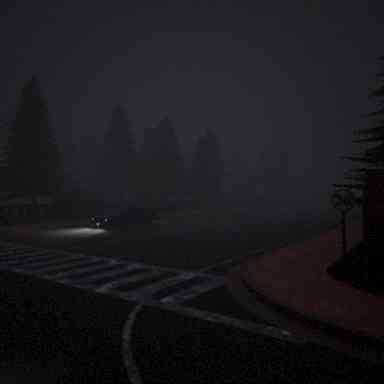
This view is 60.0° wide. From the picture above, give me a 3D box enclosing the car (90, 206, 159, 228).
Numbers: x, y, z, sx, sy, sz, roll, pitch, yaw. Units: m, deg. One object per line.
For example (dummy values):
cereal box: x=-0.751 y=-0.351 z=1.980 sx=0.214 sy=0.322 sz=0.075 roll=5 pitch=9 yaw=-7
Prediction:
car: x=-4.689 y=1.744 z=24.165 sx=2.033 sy=1.411 sz=5.357 roll=-1 pitch=0 yaw=35
